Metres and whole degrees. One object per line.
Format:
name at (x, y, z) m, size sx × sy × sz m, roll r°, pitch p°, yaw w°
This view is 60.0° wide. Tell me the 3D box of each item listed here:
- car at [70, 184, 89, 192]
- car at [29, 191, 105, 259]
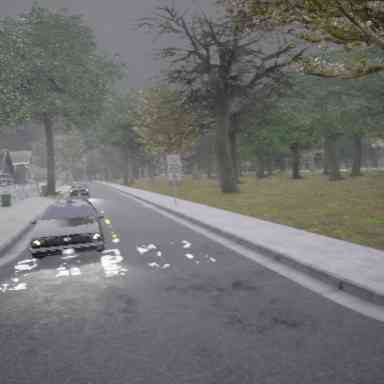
car at (-11.483, -0.141, 33.985) m, size 1.895 × 1.301 × 4.718 m, roll -4°, pitch 4°, yaw -18°
car at (-3.926, 0.966, 10.789) m, size 2.033 × 1.411 × 5.357 m, roll -4°, pitch 4°, yaw -18°
